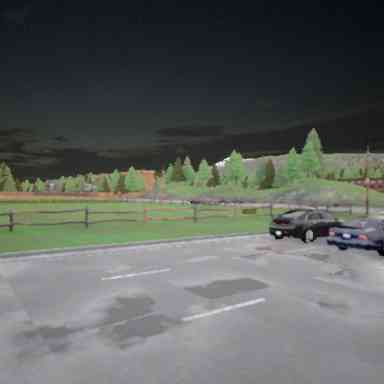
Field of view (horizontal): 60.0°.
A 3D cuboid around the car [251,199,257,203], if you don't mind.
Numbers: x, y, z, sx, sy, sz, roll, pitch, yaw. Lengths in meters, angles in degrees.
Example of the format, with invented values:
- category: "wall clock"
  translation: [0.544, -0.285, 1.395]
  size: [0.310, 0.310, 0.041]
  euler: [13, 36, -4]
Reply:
- category: "car"
  translation: [13.089, 2.069, 77.570]
  size: [1.994, 1.385, 4.181]
  euler: [1, 0, -36]

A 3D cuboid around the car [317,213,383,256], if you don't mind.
- category: "car"
  translation: [7.728, 1.679, 13.690]
  size: [5.357, 1.411, 2.033]
  euler: [1, 0, -36]

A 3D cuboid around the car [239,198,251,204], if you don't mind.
- category: "car"
  translation: [10.264, 2.024, 75.504]
  size: [2.033, 1.411, 5.357]
  euler: [1, 0, -36]

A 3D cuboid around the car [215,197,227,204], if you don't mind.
- category: "car"
  translation: [4.598, 1.774, 71.397]
  size: [2.097, 1.767, 4.553]
  euler: [1, 0, -36]

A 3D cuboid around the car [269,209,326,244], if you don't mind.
- category: "car"
  translation: [5.963, 1.643, 16.728]
  size: [4.892, 1.490, 1.837]
  euler: [0, 0, -35]

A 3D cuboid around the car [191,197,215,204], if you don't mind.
- category: "car"
  translation: [1.790, 1.911, 69.305]
  size: [2.128, 1.511, 4.902]
  euler: [1, 0, -36]

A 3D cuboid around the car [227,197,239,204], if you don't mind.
- category: "car"
  translation: [7.423, 1.807, 73.463]
  size: [2.097, 1.767, 4.553]
  euler: [1, 0, -36]
